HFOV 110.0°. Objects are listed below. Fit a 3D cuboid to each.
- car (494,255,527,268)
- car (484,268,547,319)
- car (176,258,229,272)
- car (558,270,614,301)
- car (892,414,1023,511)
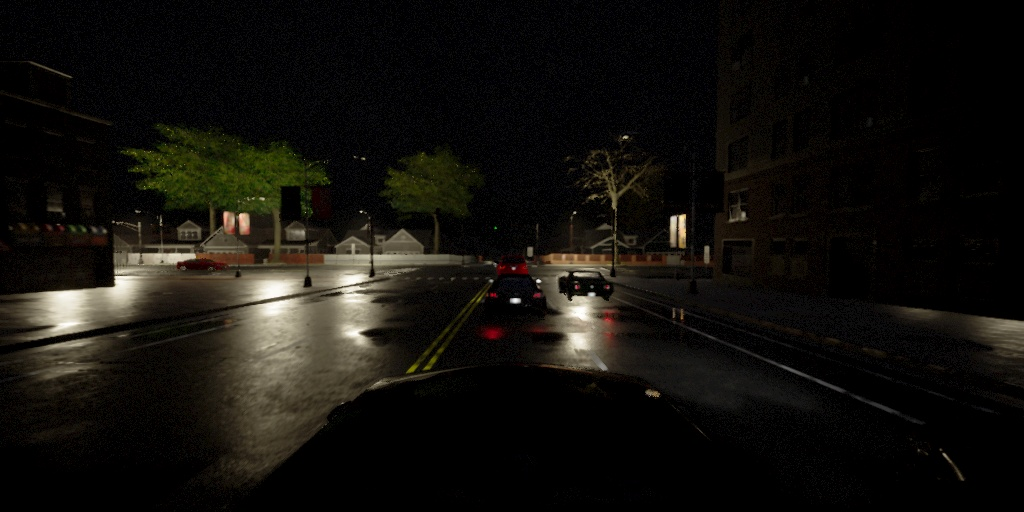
[{"bbox_3d":[-0.089,0.963,27.525,2.150,2.045,5.566,0,0,-4],"label":"car"},{"bbox_3d":[0.101,1.301,12.666,1.994,1.385,4.181,0,0,0],"label":"car"},{"bbox_3d":[-34.586,0.988,40.187,5.008,1.535,1.882,0,2,0],"label":"car"},{"bbox_3d":[3.349,1.339,17.266,1.895,1.301,4.718,0,0,0],"label":"car"},{"bbox_3d":[3.350,1.246,0.230,2.128,1.511,4.902,0,0,0],"label":"car"}]
